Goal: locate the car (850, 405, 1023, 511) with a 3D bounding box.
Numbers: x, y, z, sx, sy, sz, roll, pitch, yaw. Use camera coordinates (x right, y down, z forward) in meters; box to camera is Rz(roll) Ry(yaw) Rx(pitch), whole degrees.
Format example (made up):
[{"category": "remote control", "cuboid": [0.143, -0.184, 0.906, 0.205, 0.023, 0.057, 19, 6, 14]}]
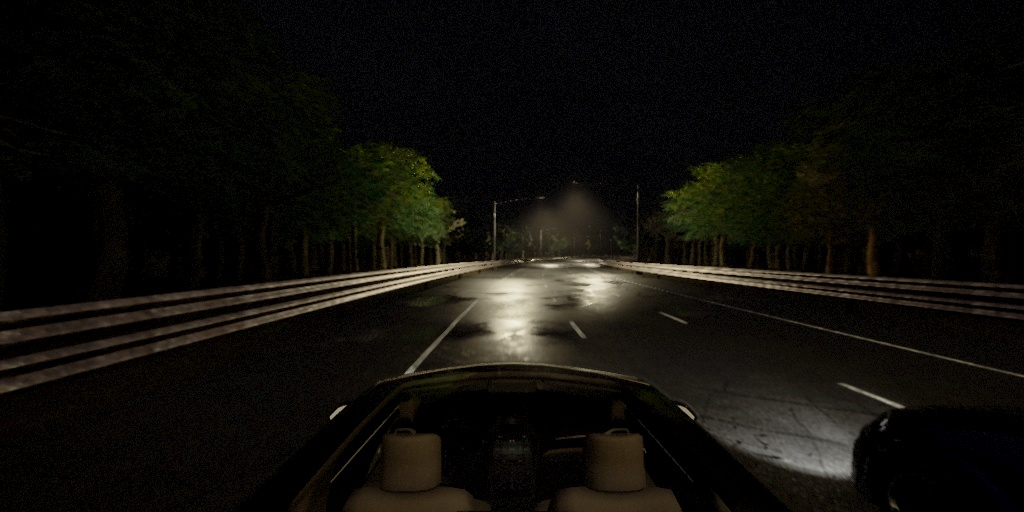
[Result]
[{"category": "car", "cuboid": [3.634, 1.339, 1.024, 1.994, 1.385, 4.181, 0, 0, 0]}]
